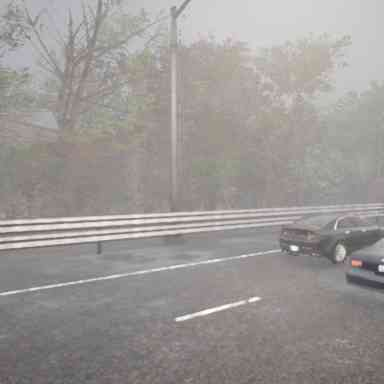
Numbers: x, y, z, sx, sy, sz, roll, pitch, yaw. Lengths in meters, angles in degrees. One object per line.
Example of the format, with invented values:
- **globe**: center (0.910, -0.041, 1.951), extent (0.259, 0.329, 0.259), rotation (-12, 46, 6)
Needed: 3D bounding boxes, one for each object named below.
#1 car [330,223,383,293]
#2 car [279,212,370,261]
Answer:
- **car**: center (5.787, 1.528, 7.854), extent (5.357, 1.411, 2.033), rotation (0, 0, -35)
- **car**: center (5.144, 1.485, 11.687), extent (4.892, 1.490, 1.837), rotation (0, 0, -35)
